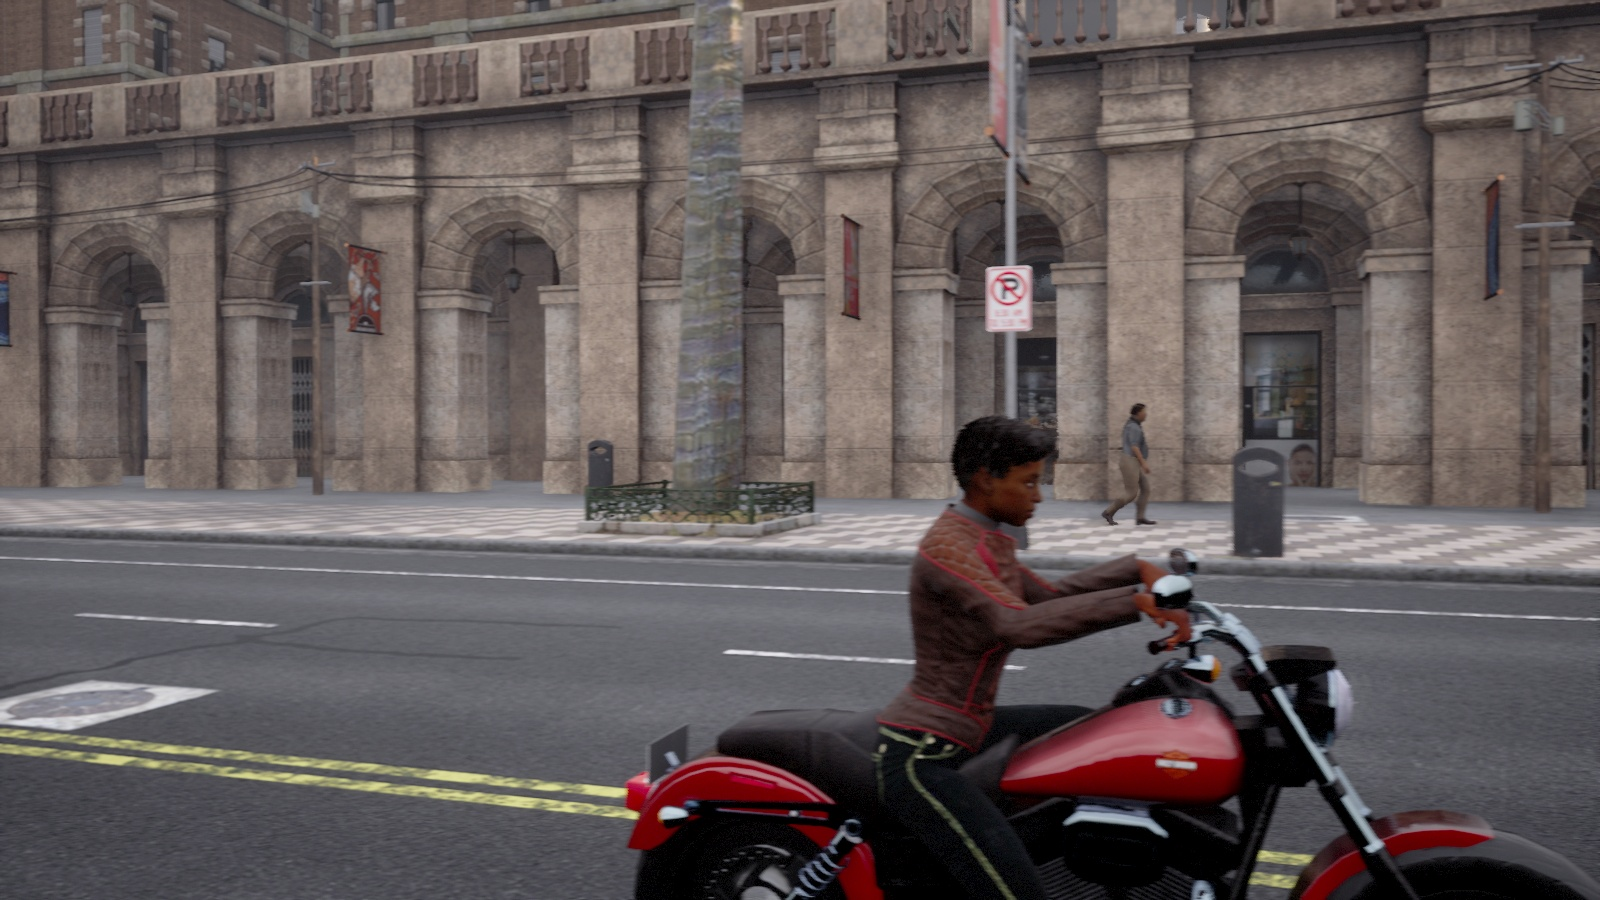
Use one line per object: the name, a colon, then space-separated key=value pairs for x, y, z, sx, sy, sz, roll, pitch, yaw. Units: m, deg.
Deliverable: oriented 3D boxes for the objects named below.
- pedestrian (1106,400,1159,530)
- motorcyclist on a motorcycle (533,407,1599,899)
pedestrian: x=4.833 y=0.209 z=18.243 sx=0.694 sy=1.848 sz=0.540 roll=1 pitch=1 yaw=18
motorcyclist on a motorcycle: x=0.599 y=0.731 z=2.991 sx=2.350 sy=1.649 sz=0.766 roll=1 pitch=1 yaw=19
